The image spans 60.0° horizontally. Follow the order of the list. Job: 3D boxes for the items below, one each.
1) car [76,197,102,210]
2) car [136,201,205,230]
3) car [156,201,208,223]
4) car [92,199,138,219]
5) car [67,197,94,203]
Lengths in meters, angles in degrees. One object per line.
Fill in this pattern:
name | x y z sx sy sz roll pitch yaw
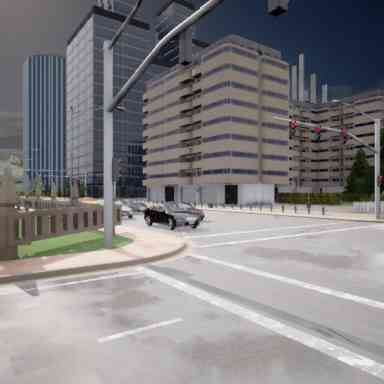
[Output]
car | -14.043 1.478 45.120 1.882 1.535 5.008 0 0 -35
car | -1.382 1.492 21.218 2.128 1.511 4.902 0 0 -34
car | -0.906 1.526 26.685 1.812 1.442 4.674 0 0 -36
car | -6.727 1.526 28.785 1.812 1.442 4.674 0 0 -35
car | -13.387 1.546 38.133 2.033 1.411 5.357 0 0 -35
